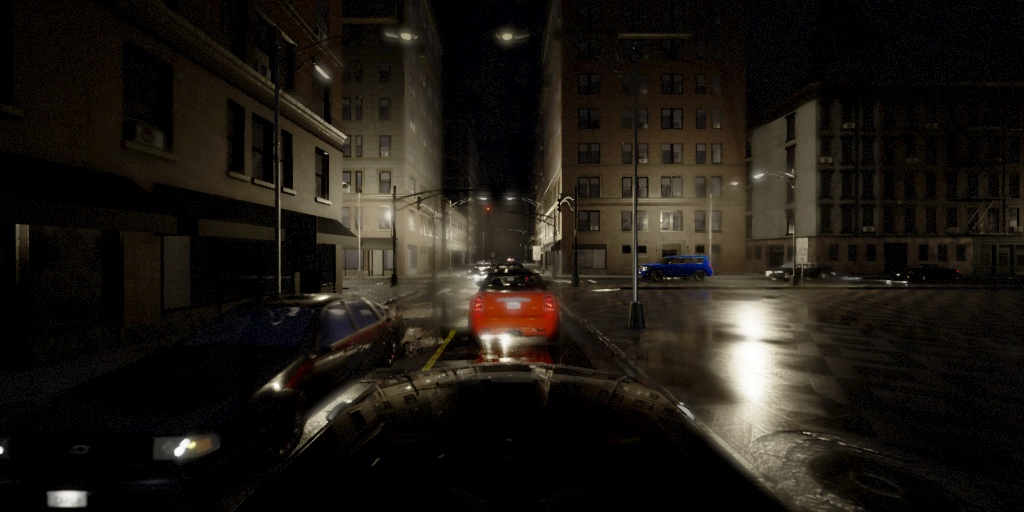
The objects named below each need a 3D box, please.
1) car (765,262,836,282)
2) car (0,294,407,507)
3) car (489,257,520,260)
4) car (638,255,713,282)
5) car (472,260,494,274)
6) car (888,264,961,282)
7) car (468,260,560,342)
[{"bbox_3d":[22.982,1.246,28.725,4.902,1.511,2.128,0,0,-1],"label":"car"},{"bbox_3d":[-3.078,1.297,5.148,2.033,1.411,5.357,0,0,0],"label":"car"},{"bbox_3d":[-0.183,1.101,18.861,2.097,1.767,4.553,0,0,-3],"label":"car"},{"bbox_3d":[12.961,0.975,28.621,5.566,2.045,2.150,0,0,-1],"label":"car"},{"bbox_3d":[-3.224,1.239,41.255,2.128,1.511,4.902,0,0,0],"label":"car"},{"bbox_3d":[33.037,1.319,28.807,4.181,1.385,1.994,0,0,0],"label":"car"},{"bbox_3d":[0.048,1.102,9.941,2.097,1.767,4.553,0,0,0],"label":"car"}]
